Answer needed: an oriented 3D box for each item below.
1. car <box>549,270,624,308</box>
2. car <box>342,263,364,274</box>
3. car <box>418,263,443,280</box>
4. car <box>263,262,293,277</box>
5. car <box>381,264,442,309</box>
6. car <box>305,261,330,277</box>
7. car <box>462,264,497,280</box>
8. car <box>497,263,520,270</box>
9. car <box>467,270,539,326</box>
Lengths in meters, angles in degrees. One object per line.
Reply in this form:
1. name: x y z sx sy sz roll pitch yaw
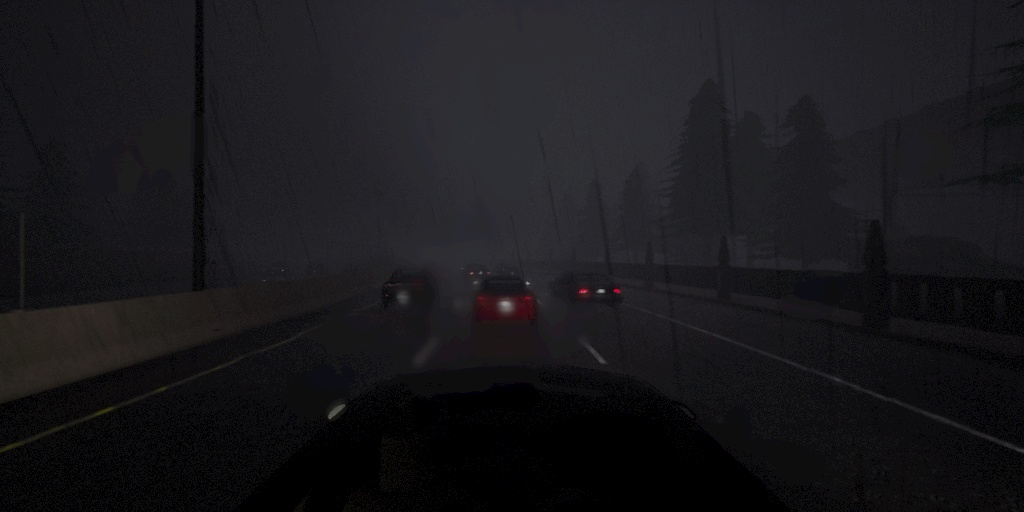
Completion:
1. car: 2.960 1.322 15.384 2.033 1.411 5.357 0 0 -6
2. car: -16.388 1.414 37.125 1.895 1.301 4.718 0 0 -20
3. car: -7.477 1.369 32.656 1.994 1.385 4.181 0 0 -16
4. car: -23.535 1.337 36.200 1.812 1.442 4.674 0 0 -21
5. car: -4.083 1.265 15.113 2.128 1.511 4.902 0 0 -5
6. car: -20.320 1.305 37.561 2.128 1.511 4.902 0 0 -21
7. car: -2.944 1.347 29.427 2.033 1.411 5.357 0 0 -14
8. car: -0.584 1.334 34.033 1.812 1.442 4.674 0 0 -15
9. car: -0.296 1.332 11.892 1.994 1.385 4.181 0 0 -4
